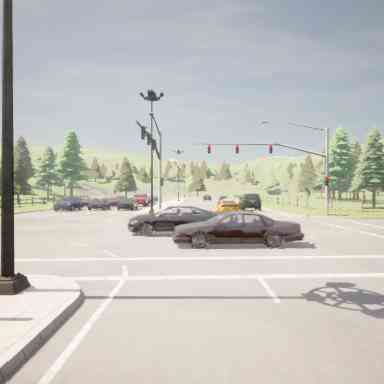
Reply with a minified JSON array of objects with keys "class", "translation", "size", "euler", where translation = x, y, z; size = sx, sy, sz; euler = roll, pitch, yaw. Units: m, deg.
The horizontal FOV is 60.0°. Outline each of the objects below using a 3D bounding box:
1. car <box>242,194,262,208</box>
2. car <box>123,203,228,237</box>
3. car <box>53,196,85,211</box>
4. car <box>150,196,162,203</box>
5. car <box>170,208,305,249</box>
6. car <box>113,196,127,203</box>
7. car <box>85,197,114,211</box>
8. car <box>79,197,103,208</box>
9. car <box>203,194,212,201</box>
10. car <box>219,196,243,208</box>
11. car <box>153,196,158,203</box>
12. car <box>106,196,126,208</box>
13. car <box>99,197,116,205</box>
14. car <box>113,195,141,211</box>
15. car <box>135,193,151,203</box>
[{"class":"car","translation":[6.950,1.222,39.874],"size":[2.150,2.045,5.566],"euler":[0,0,3]},{"class":"car","translation":[-0.864,1.491,17.501],"size":[4.902,1.511,2.128],"euler":[0,0,-4]},{"class":"car","translation":[-15.044,1.352,40.365],"size":[2.097,1.767,4.553],"euler":[0,0,0]},{"class":"car","translation":[-7.870,1.526,72.676],"size":[2.033,1.411,5.357],"euler":[0,0,0]},{"class":"car","translation":[1.872,1.547,13.953],"size":[5.357,1.411,2.033],"euler":[0,0,-3]},{"class":"car","translation":[-14.899,1.499,69.173],"size":[1.837,1.490,4.892],"euler":[0,0,0]},{"class":"car","translation":[-11.541,1.564,41.617],"size":[1.994,1.385,4.181],"euler":[0,0,0]},{"class":"car","translation":[-15.026,1.547,49.824],"size":[2.033,1.411,5.357],"euler":[0,0,0]},{"class":"car","translation":[3.867,1.355,83.996],"size":[2.097,1.767,4.553],"euler":[0,0,2]},{"class":"car","translation":[3.562,1.477,33.446],"size":[1.882,1.535,5.008],"euler":[0,0,-1]},{"class":"car","translation":[-7.971,1.547,62.262],"size":[2.033,1.411,5.357],"euler":[0,0,0]},{"class":"car","translation":[-11.523,1.478,50.595],"size":[1.882,1.535,5.008],"euler":[0,0,0]},{"class":"car","translation":[-14.994,1.564,59.062],"size":[1.994,1.385,4.181],"euler":[0,0,0]},{"class":"car","translation":[-8.037,1.478,41.734],"size":[1.882,1.535,5.008],"euler":[0,0,0]},{"class":"car","translation":[-8.022,1.221,51.668],"size":[2.150,2.045,5.566],"euler":[0,0,0]}]
